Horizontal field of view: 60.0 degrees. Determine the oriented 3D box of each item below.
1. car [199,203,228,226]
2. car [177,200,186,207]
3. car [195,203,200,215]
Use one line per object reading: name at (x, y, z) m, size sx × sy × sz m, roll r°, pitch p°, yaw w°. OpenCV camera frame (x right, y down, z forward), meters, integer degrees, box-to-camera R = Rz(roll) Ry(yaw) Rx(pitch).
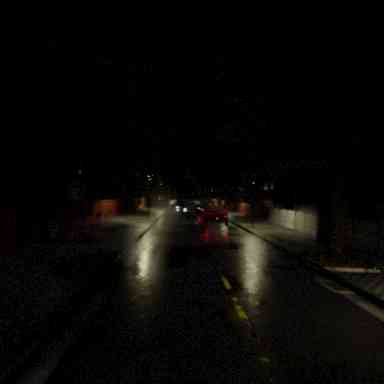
car at (1.865, 1.883, 27.683) m, size 1.882 × 1.535 × 5.008 m, roll 3°, pitch 0°, yaw -1°
car at (-2.013, 2.176, 64.695) m, size 1.895 × 1.301 × 4.718 m, roll 3°, pitch -1°, yaw -2°
car at (1.445, 2.047, 40.963) m, size 1.812 × 1.442 × 4.674 m, roll 3°, pitch 0°, yaw -1°
